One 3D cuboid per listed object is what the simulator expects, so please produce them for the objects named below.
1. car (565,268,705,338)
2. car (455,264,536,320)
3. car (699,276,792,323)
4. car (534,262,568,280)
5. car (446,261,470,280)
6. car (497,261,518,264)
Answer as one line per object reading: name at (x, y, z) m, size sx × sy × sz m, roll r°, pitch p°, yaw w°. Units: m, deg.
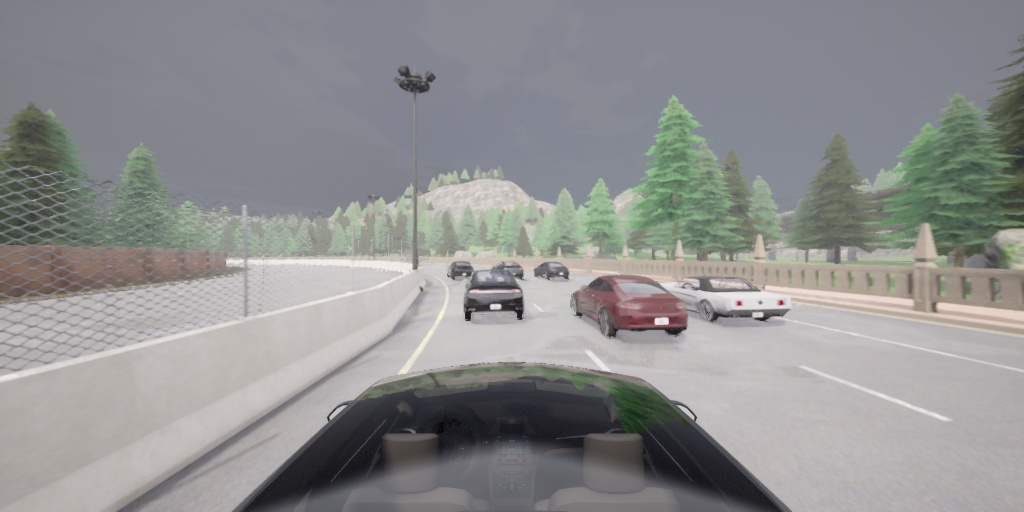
car at (3.021, 1.235, 10.013) m, size 1.812 × 1.442 × 4.674 m, roll 0°, pitch 0°, yaw -5°
car at (-0.715, 1.207, 12.488) m, size 2.128 × 1.511 × 4.902 m, roll 0°, pitch 0°, yaw -6°
car at (6.404, 1.290, 11.866) m, size 1.895 × 1.301 × 4.718 m, roll 0°, pitch 0°, yaw -6°
car at (3.157, 1.167, 29.294) m, size 1.812 × 1.442 × 4.674 m, roll 0°, pitch 0°, yaw -15°
car at (-4.407, 1.173, 30.332) m, size 1.837 × 1.490 × 4.892 m, roll 0°, pitch 0°, yaw -17°
car at (-0.432, 1.147, 29.174) m, size 2.128 × 1.511 × 4.902 m, roll 0°, pitch 0°, yaw -15°
